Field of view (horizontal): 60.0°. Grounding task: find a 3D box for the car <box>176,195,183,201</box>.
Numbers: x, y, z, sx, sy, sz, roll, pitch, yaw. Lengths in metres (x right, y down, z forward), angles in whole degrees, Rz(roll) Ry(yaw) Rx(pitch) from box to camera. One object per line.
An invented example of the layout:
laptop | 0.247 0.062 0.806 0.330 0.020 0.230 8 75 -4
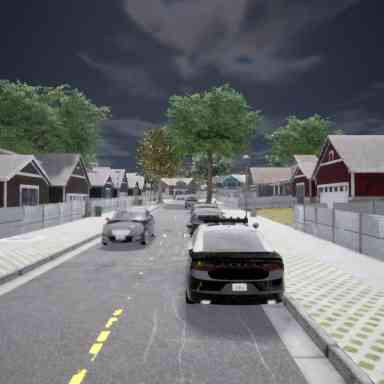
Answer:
car | -2.872 1.526 85.370 1.812 1.442 4.674 0 0 0

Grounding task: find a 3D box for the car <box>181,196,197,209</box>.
car | -0.033 1.480 46.084 2.128 1.511 4.902 0 0 0

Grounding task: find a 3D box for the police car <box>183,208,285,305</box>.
police car | 0.813 1.426 8.286 1.930 1.638 5.238 0 0 0

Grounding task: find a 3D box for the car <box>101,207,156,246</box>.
car | -2.774 1.491 15.323 2.128 1.511 4.902 0 0 0

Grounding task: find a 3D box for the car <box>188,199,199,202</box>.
car | 0.790 1.502 24.180 1.837 1.490 4.892 0 0 0

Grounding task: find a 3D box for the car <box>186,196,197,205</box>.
car | -0.085 1.513 60.480 1.812 1.442 4.674 0 0 0

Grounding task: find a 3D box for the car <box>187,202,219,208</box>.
car | 0.798 1.504 18.179 1.837 1.490 4.892 0 0 0
